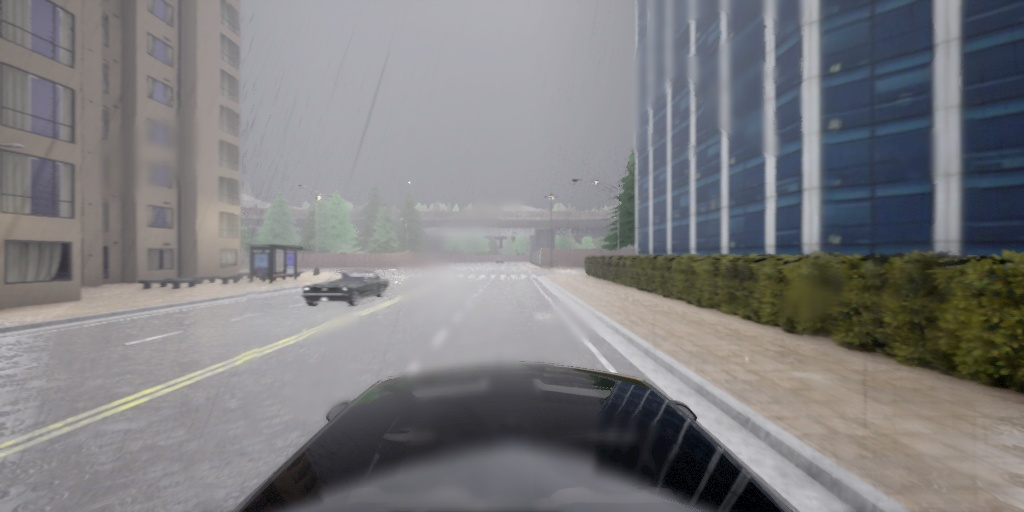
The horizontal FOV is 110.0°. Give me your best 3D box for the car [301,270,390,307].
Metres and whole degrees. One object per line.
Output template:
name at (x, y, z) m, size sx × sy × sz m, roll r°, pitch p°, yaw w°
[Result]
car at (-6.999, 1.318, 15.604) m, size 1.895 × 1.301 × 4.718 m, roll 0°, pitch 0°, yaw 0°
